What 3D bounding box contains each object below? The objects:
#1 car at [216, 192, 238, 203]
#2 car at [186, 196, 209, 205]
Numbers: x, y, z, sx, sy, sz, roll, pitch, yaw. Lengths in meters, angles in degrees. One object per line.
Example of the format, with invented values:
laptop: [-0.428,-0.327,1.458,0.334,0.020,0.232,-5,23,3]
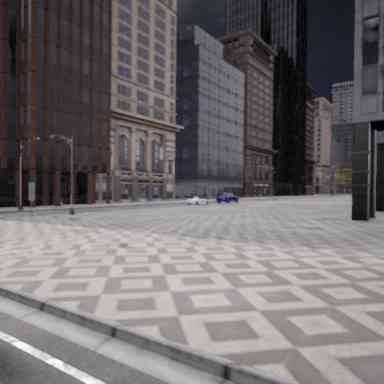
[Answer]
car: [6.534,1.063,61.820,2.150,2.045,5.566,1,1,35]
car: [0.877,1.410,53.746,1.812,1.442,4.674,1,1,36]
